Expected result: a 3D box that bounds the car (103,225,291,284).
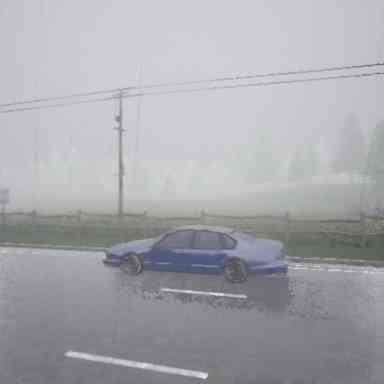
[{"bbox_3d":[0.119,1.714,9.834,5.357,1.411,2.033,0,-1,17],"label":"car"}]
